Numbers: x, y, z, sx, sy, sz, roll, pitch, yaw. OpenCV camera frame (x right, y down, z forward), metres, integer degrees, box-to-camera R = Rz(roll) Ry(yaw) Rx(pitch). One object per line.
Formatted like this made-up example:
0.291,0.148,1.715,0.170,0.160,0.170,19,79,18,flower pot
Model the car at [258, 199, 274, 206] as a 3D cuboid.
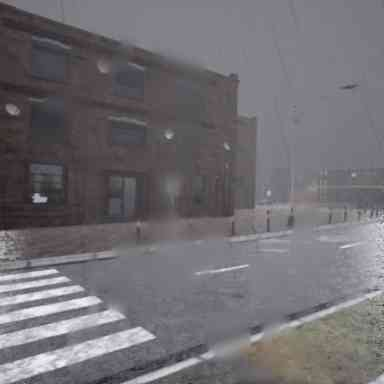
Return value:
16.617,2.337,74.484,2.163,1.488,4.792,1,-1,43,car
